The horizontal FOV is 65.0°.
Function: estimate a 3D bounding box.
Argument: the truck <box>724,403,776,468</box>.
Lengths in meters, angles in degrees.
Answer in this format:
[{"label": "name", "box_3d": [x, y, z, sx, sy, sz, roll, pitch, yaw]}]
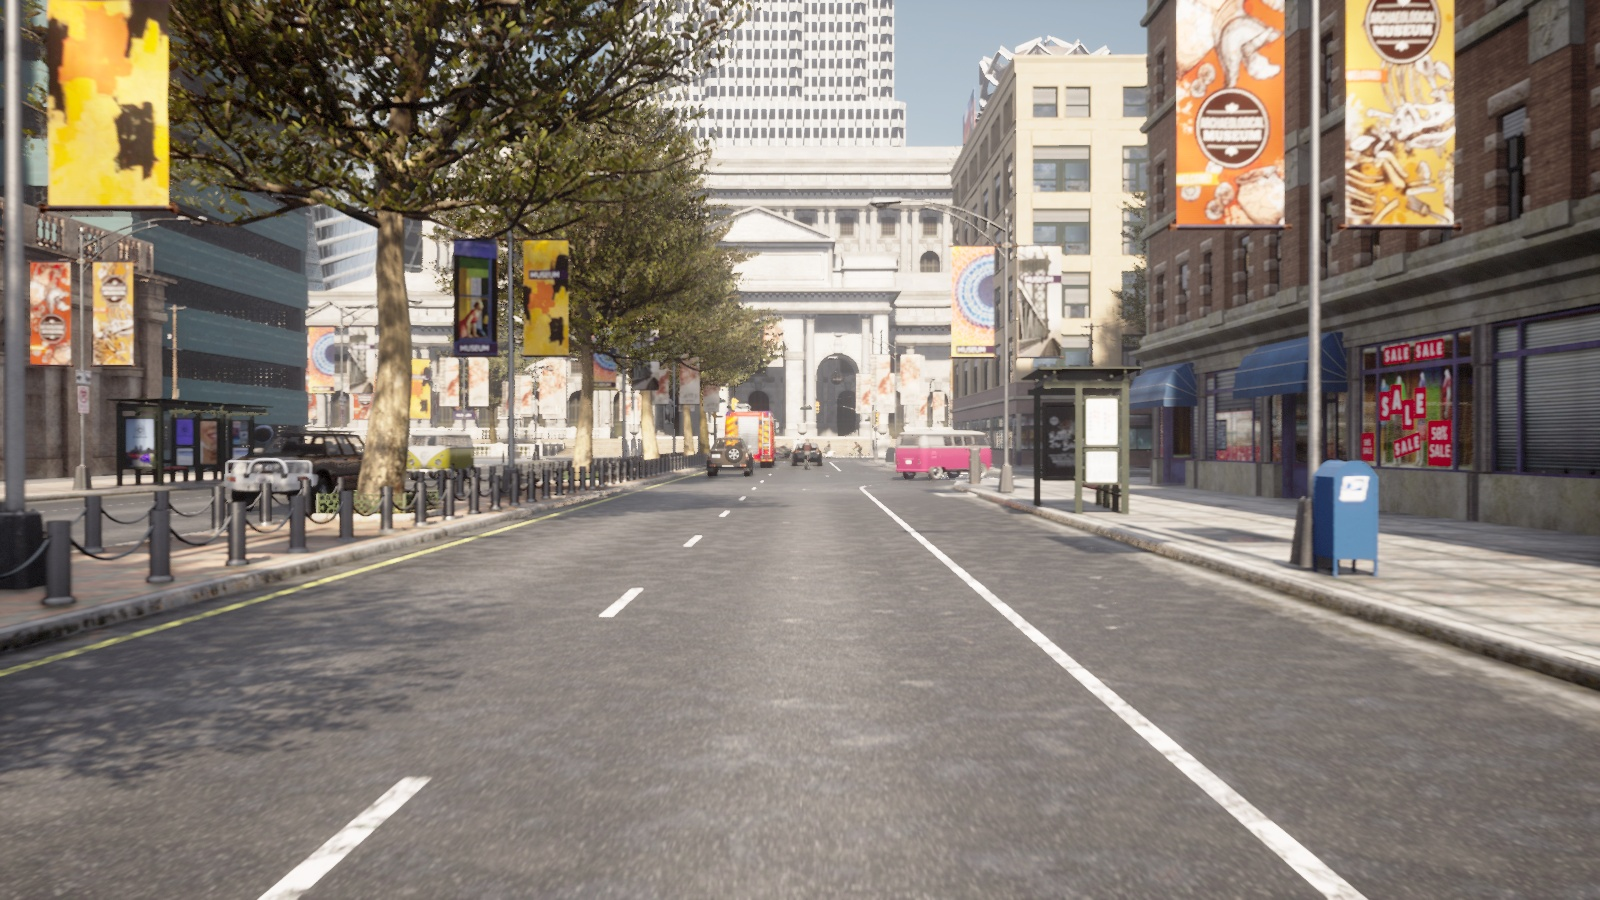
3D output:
[{"label": "truck", "box_3d": [-3.043, -0.865, 78.593, 2.891, 3.827, 8.468, 0, 0, 0]}]

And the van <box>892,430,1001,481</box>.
[{"label": "van", "box_3d": [5.953, 0.217, 50.811, 4.442, 1.987, 1.775, 0, 0, -38]}]

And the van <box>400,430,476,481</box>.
[{"label": "van", "box_3d": [-14.697, 0.199, 51.219, 1.775, 1.987, 4.442, 0, 0, 0]}]

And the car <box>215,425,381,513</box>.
[{"label": "car", "box_3d": [-11.324, 0.392, 28.695, 1.932, 1.855, 4.605, 0, 0, 0]}]

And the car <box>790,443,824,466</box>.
[{"label": "car", "box_3d": [0.480, 0.279, 82.907, 2.163, 1.488, 4.792, 0, 0, 0]}]

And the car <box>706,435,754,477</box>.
[{"label": "car", "box_3d": [-3.162, 0.237, 57.481, 1.932, 1.855, 4.605, 0, 0, 0]}]
